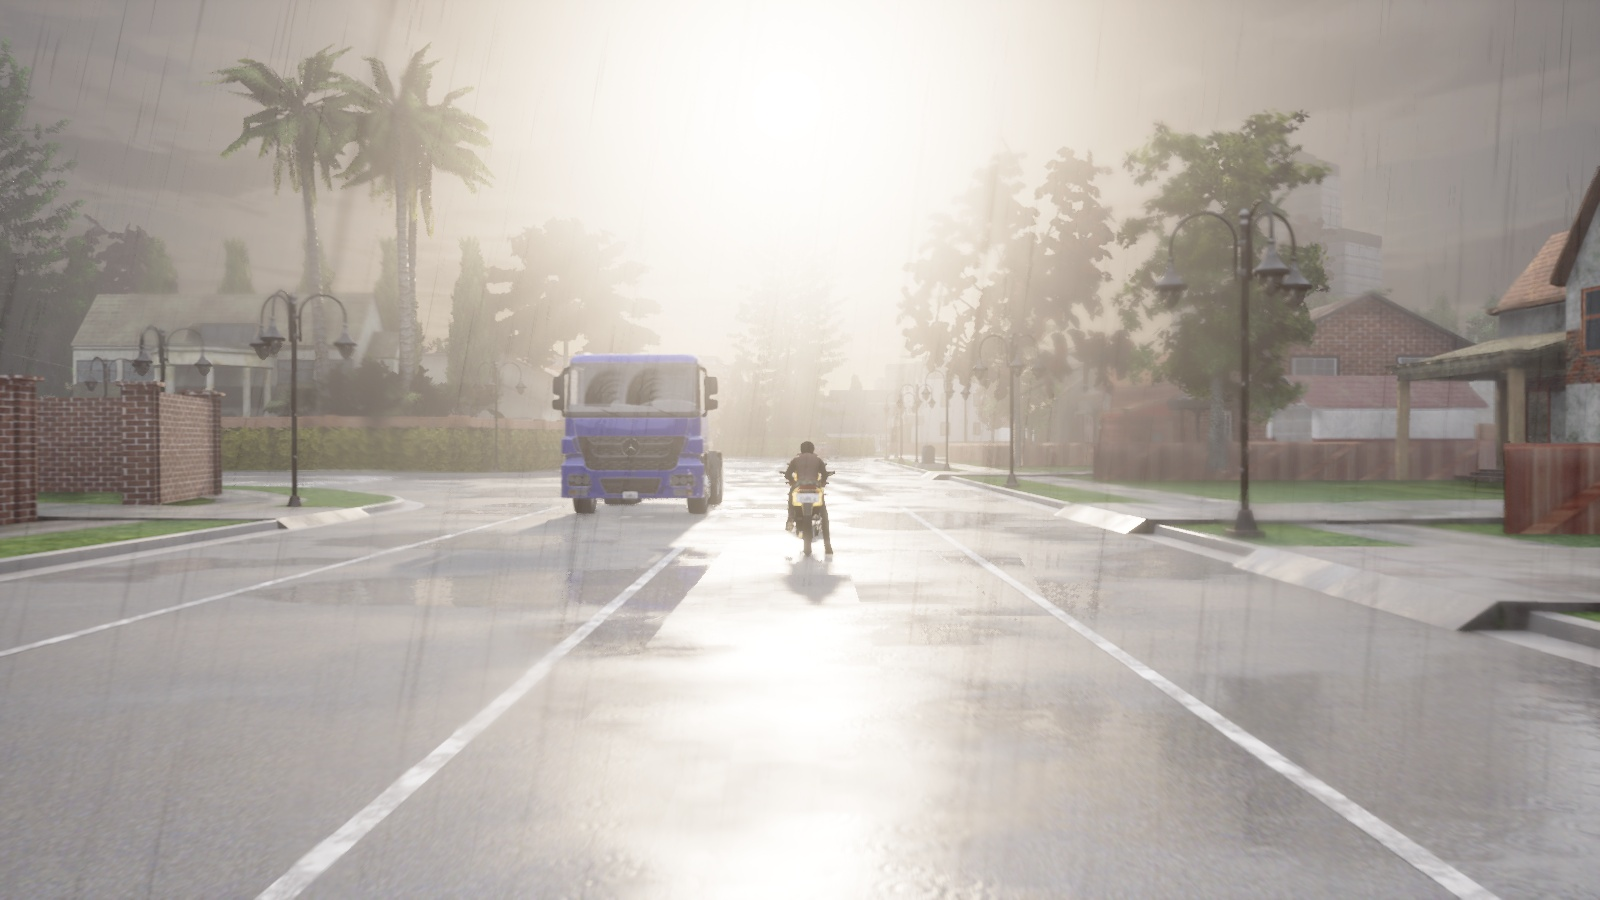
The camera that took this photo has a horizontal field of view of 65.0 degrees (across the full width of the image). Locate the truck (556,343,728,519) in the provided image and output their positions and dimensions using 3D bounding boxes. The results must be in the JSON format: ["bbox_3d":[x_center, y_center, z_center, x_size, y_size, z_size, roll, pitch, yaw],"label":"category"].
[{"bbox_3d":[-3.346,-0.396,28.743,2.891,3.462,7.936,0,0,0],"label":"truck"}]

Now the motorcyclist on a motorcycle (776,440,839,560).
[{"bbox_3d":[0.098,0.635,16.995,0.797,1.523,2.044,0,0,0],"label":"motorcyclist on a motorcycle"}]
